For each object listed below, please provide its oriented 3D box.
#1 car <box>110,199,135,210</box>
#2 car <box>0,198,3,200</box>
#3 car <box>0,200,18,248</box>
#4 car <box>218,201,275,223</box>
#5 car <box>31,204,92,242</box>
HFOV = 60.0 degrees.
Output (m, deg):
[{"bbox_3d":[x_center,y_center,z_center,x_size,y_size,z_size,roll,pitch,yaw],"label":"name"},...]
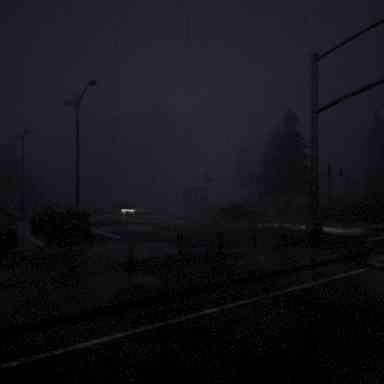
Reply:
[{"bbox_3d":[-9.066,1.546,43.238,1.994,1.385,4.181,0,0,-36],"label":"car"},{"bbox_3d":[-21.421,1.369,36.555,1.845,1.501,3.633,0,0,-36],"label":"car"},{"bbox_3d":[-8.644,1.329,13.598,2.152,1.636,5.027,0,0,-36],"label":"car"},{"bbox_3d":[4.087,1.473,25.375,2.128,1.511,4.902,0,0,-36],"label":"car"},{"bbox_3d":[-6.135,1.335,15.481,2.007,1.523,4.514,0,0,-36],"label":"car"}]
